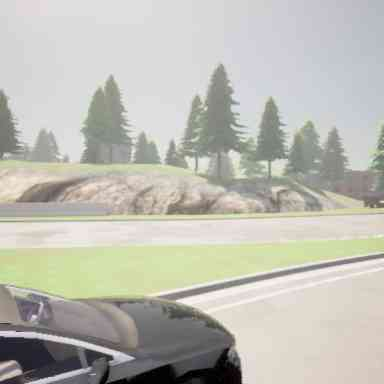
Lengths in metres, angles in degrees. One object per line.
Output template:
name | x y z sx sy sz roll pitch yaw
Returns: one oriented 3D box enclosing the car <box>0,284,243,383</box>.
car | -1.733 1.493 2.468 4.902 1.511 2.128 0 0 -36
